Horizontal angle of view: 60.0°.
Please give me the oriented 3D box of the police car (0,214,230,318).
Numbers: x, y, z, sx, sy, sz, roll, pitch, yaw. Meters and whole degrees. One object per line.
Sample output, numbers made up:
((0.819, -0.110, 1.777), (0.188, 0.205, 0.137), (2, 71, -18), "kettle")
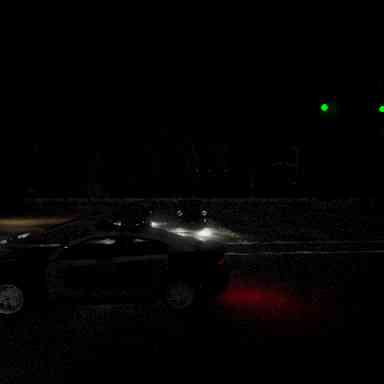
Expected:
((-1.842, 1.425, 6.928), (5.238, 1.638, 1.930), (0, 0, -5), "police car")

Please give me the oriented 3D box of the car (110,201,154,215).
((-3.339, 1.503, 18.604), (1.837, 1.490, 4.892), (0, 0, -3), "car")

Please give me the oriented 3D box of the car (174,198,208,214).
((-0.144, 1.350, 22.993), (2.097, 1.767, 4.553), (0, 0, -5), "car")
